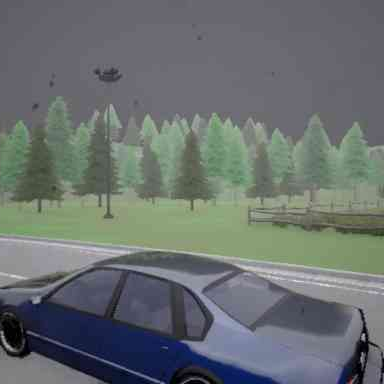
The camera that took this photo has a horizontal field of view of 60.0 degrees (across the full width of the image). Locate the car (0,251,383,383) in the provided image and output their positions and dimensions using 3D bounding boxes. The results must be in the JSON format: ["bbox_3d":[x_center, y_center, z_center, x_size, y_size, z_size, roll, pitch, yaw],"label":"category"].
[{"bbox_3d":[-0.578,1.549,4.382,5.357,1.411,2.033,0,0,32],"label":"car"}]
